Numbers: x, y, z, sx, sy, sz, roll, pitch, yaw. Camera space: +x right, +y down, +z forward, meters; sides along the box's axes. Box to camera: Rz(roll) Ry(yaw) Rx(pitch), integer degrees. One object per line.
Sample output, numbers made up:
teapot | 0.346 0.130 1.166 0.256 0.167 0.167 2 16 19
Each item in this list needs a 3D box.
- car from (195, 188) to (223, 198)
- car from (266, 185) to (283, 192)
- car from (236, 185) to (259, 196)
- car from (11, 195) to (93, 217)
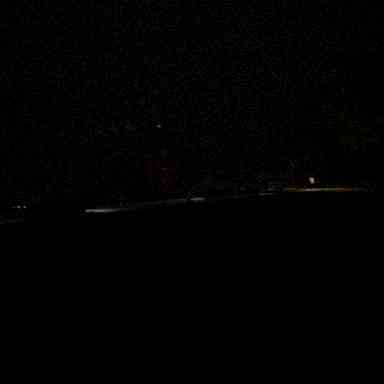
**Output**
car | 2.345 0.074 45.379 1.895 1.301 4.718 0 2 36
car | 14.072 -0.517 56.976 1.994 1.385 4.181 0 2 35
car | 8.135 -0.240 48.545 2.128 1.511 4.902 0 2 36
car | -9.724 0.929 23.539 2.033 1.411 5.357 0 2 35
